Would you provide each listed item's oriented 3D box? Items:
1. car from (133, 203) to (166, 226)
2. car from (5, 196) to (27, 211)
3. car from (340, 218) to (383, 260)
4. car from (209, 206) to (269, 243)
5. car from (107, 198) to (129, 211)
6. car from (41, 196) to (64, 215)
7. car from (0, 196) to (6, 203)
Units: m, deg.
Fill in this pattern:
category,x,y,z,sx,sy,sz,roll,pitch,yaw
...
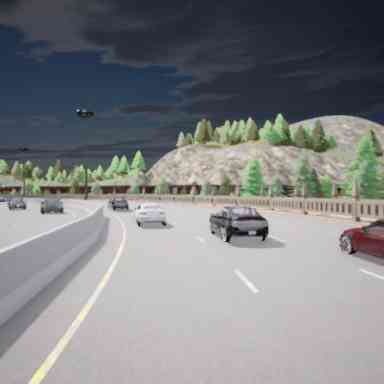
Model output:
category,x,y,z,sx,sy,sz,roll,pitch,yaw
car,-2.919,1.454,22.525,1.812,1.442,4.674,0,0,-14
car,-22.348,1.525,42.675,2.128,1.511,4.902,-1,0,-30
car,6.352,1.453,10.003,1.812,1.442,4.674,0,0,-5
car,2.049,1.415,15.723,2.128,1.511,4.902,0,0,-9
car,-8.827,1.413,39.573,2.128,1.511,4.902,0,0,-23
car,-14.294,1.331,34.113,2.097,1.767,4.553,-1,0,-23
car,-37.381,1.519,67.145,4.181,1.385,1.994,0,0,42
